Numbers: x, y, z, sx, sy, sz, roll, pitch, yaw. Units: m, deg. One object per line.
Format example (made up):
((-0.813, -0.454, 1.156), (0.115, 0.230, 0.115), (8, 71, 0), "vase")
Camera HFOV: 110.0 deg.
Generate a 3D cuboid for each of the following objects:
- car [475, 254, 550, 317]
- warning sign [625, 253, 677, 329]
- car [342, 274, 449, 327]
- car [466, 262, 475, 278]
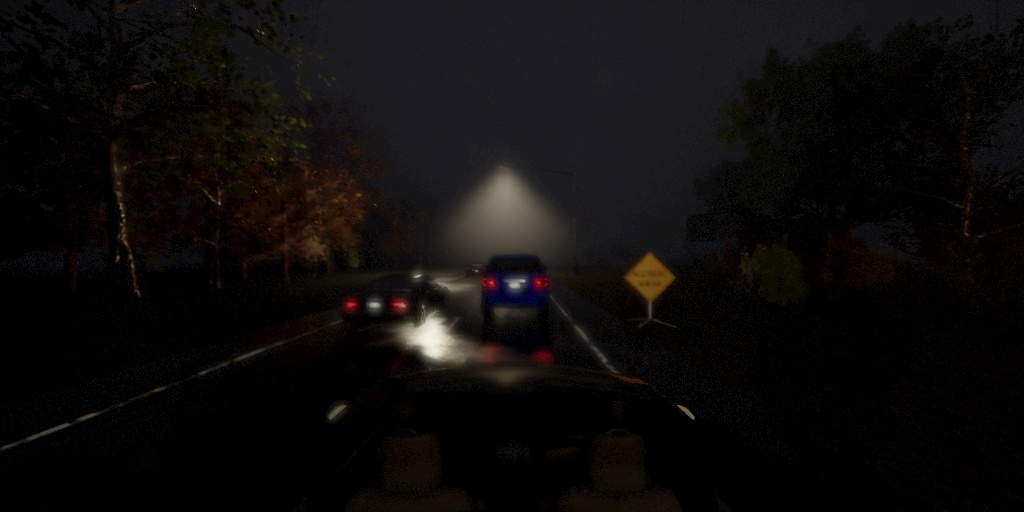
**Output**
((0.154, 0.940, 13.136), (2.150, 2.045, 5.566), (0, 0, 1), "car")
((3.578, 0.842, 9.276), (1.300, 1.860, 1.060), (0, 0, 0), "warning sign")
((-3.375, 1.270, 11.447), (2.033, 1.411, 5.357), (0, 0, 1), "car")
((-2.898, 1.227, 32.083), (1.994, 1.385, 4.181), (0, 0, 2), "car")
